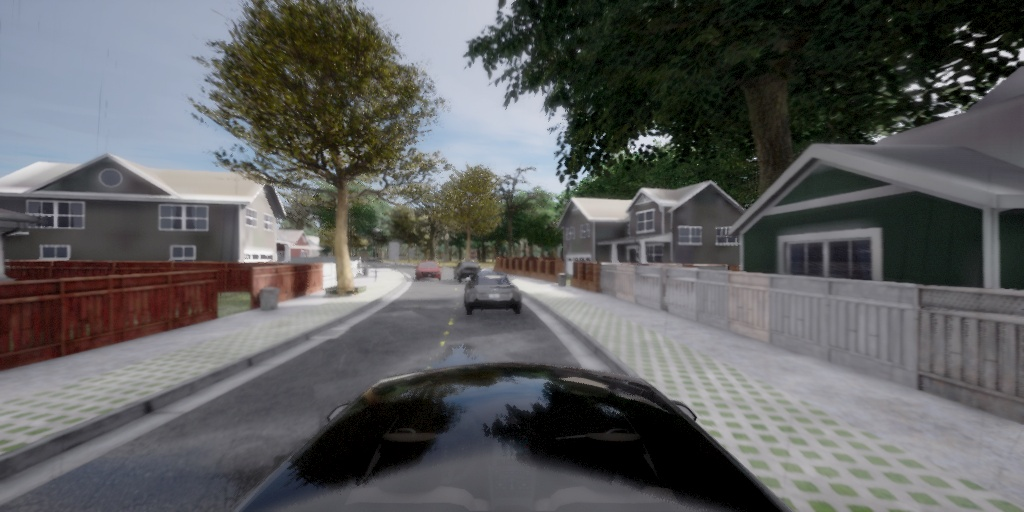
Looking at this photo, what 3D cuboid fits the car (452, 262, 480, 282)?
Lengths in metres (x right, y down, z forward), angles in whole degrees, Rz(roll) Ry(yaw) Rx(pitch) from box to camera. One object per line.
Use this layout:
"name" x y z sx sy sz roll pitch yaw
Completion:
"car" -3.467 1.175 27.816 1.837 1.490 4.892 0 -1 -15

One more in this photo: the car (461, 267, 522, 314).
"car" -0.819 1.279 13.727 1.994 1.385 4.181 0 0 -7

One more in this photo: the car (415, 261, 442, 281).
"car" -6.762 1.147 28.914 1.882 1.535 5.008 0 0 -16
